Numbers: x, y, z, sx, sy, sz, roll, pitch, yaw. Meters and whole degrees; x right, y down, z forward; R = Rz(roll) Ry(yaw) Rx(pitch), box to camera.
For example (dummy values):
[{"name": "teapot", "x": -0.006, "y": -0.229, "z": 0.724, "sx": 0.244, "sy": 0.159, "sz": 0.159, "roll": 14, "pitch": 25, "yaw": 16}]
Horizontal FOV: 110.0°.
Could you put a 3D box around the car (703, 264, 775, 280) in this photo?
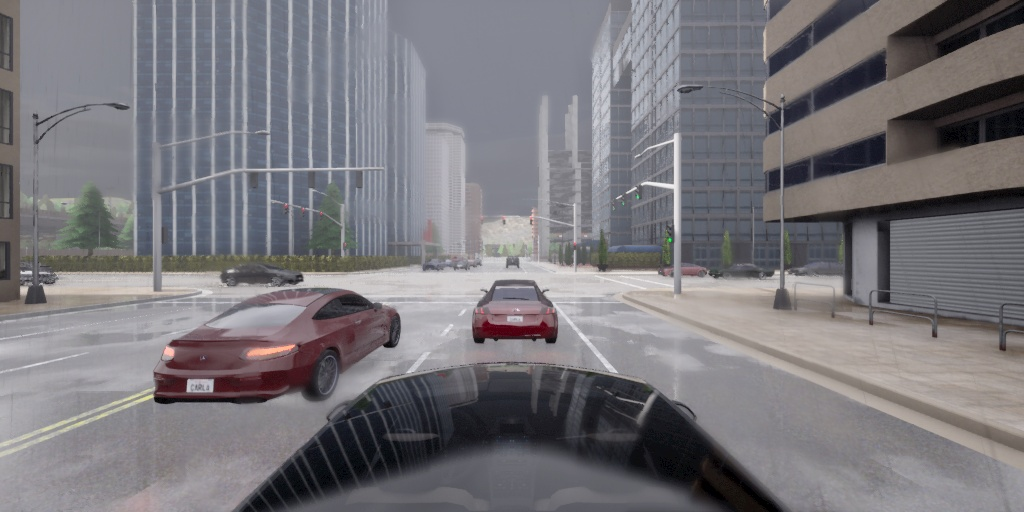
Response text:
[{"name": "car", "x": 19.371, "y": 1.351, "z": 30.511, "sx": 4.718, "sy": 1.301, "sz": 1.895, "roll": 0, "pitch": 0, "yaw": 1}]

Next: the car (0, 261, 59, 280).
[{"name": "car", "x": -43.113, "y": 1.241, "z": 31.159, "sx": 4.902, "sy": 1.511, "sz": 2.128, "roll": 0, "pitch": 0, "yaw": 1}]

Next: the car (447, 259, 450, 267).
[{"name": "car", "x": -10.567, "y": 1.275, "z": 58.263, "sx": 1.812, "sy": 1.442, "sz": 4.674, "roll": 0, "pitch": 0, "yaw": 0}]

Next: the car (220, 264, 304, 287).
[{"name": "car", "x": -16.429, "y": 1.256, "z": 23.683, "sx": 4.892, "sy": 1.490, "sz": 1.837, "roll": -1, "pitch": 0, "yaw": 1}]

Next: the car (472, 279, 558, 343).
[{"name": "car", "x": 0.079, "y": 1.314, "z": 9.669, "sx": 1.994, "sy": 1.385, "sz": 4.181, "roll": 0, "pitch": 0, "yaw": 0}]

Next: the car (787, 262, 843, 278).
[{"name": "car", "x": 29.324, "y": 1.297, "z": 33.907, "sx": 5.357, "sy": 1.411, "sz": 2.033, "roll": 0, "pitch": 0, "yaw": 1}]

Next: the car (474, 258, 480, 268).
[{"name": "car", "x": -7.057, "y": 1.276, "z": 60.840, "sx": 1.812, "sy": 1.442, "sz": 4.674, "roll": 0, "pitch": 0, "yaw": 1}]

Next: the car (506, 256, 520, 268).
[{"name": "car", "x": 0.120, "y": 0.971, "z": 62.617, "sx": 2.150, "sy": 2.045, "sz": 5.566, "roll": 0, "pitch": 0, "yaw": 0}]

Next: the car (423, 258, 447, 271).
[{"name": "car", "x": -10.575, "y": 1.102, "z": 48.361, "sx": 2.097, "sy": 1.767, "sz": 4.553, "roll": 0, "pitch": 0, "yaw": 0}]

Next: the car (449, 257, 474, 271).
[{"name": "car", "x": -7.071, "y": 1.241, "z": 50.886, "sx": 2.128, "sy": 1.511, "sz": 4.902, "roll": 0, "pitch": 0, "yaw": 0}]

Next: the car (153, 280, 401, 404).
[{"name": "car", "x": -3.441, "y": 1.276, "z": 6.280, "sx": 1.812, "sy": 1.442, "sz": 4.674, "roll": 0, "pitch": 0, "yaw": 0}]

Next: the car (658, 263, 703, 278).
[{"name": "car", "x": 16.148, "y": 1.314, "z": 34.047, "sx": 4.181, "sy": 1.385, "sz": 1.994, "roll": 0, "pitch": 0, "yaw": 1}]

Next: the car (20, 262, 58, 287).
[{"name": "car", "x": -33.389, "y": 1.276, "z": 23.880, "sx": 4.674, "sy": 1.442, "sz": 1.812, "roll": 0, "pitch": 0, "yaw": 0}]
